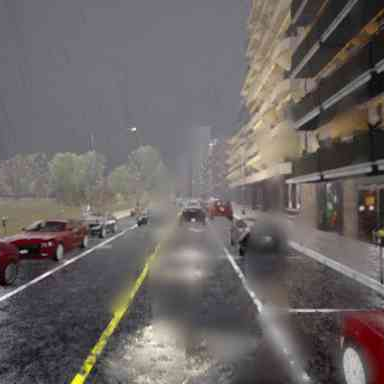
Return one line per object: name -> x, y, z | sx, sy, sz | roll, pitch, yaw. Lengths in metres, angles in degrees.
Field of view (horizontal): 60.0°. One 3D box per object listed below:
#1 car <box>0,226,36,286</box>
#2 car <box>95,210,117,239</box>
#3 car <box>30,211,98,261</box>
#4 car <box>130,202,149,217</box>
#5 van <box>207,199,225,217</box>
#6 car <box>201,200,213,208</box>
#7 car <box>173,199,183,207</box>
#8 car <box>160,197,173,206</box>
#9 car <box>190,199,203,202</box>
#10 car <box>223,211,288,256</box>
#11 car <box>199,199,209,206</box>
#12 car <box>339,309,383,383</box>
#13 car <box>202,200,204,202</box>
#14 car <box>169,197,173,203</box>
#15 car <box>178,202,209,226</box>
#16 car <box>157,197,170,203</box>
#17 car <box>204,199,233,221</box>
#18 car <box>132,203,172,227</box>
car -> -5.308, 1.649, 7.121 | 1.802, 1.307, 4.206 | 1, -1, 0
car -> -5.310, 1.723, 18.429 | 2.008, 1.369, 4.403 | 1, -1, 0
car -> -5.309, 1.664, 12.775 | 1.887, 1.381, 4.507 | 1, -1, 0
car -> -5.311, 1.770, 35.390 | 1.967, 1.590, 4.097 | 1, -1, 0
van -> 2.570, 1.677, 36.107 | 1.690, 1.788, 3.998 | 1, -1, 0
car -> 2.563, 2.120, 58.748 | 1.947, 1.339, 4.313 | 1, -1, 0
car -> -2.773, 2.117, 65.107 | 2.128, 1.511, 4.902 | 0, 0, 0
car -> -5.316, 1.974, 69.314 | 2.192, 1.841, 5.009 | 1, -1, 0
car -> 0.093, 1.851, 42.026 | 1.801, 1.575, 5.366 | 0, 0, 0
car -> 2.571, 1.691, 13.462 | 1.947, 1.339, 4.313 | 1, -1, 0
car -> 2.562, 2.232, 70.069 | 1.947, 1.339, 4.313 | 1, -1, 0
car -> 2.573, 1.566, 2.141 | 1.887, 1.381, 4.507 | 1, -1, 0
car -> 2.566, 1.956, 41.766 | 1.947, 1.339, 4.313 | 1, -1, 0
car -> -5.318, 2.154, 63.658 | 2.008, 1.369, 4.403 | 1, -1, 0
car -> 0.097, 1.738, 25.255 | 1.837, 1.490, 4.892 | 0, -1, 0
car -> -5.316, 2.071, 57.834 | 1.752, 1.417, 4.829 | 1, -1, 0
car -> 2.571, 1.598, 30.446 | 2.192, 1.841, 5.009 | 1, -1, 0
car -> -2.854, 1.780, 24.955 | 2.033, 1.411, 5.357 | 0, -1, 0
